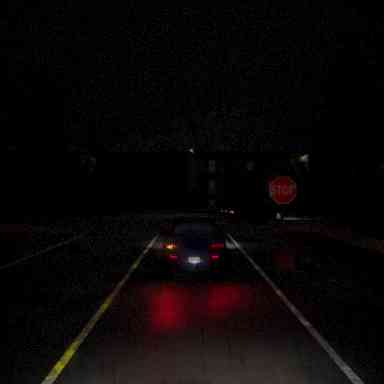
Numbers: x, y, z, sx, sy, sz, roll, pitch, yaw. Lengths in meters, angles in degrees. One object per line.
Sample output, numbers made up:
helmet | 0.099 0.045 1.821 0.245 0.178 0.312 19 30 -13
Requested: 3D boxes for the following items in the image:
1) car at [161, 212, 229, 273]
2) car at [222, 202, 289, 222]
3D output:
car | 0.070 1.511 10.503 1.812 1.442 4.674 0 0 0
car | 4.857 1.489 25.800 5.357 1.411 2.033 0 0 -23
